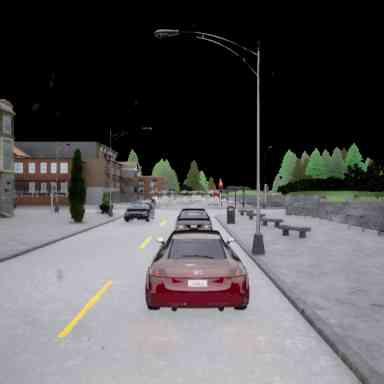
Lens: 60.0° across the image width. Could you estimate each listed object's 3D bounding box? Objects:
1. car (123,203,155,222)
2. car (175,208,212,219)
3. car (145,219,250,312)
[{"bbox_3d":[-4.040,1.547,26.353,2.033,1.411,5.357,0,0,0],"label":"car"},{"bbox_3d":[0.074,1.547,17.055,2.033,1.411,5.357,0,0,0],"label":"car"},{"bbox_3d":[0.091,1.564,7.819,1.994,1.385,4.181,0,0,0],"label":"car"}]
